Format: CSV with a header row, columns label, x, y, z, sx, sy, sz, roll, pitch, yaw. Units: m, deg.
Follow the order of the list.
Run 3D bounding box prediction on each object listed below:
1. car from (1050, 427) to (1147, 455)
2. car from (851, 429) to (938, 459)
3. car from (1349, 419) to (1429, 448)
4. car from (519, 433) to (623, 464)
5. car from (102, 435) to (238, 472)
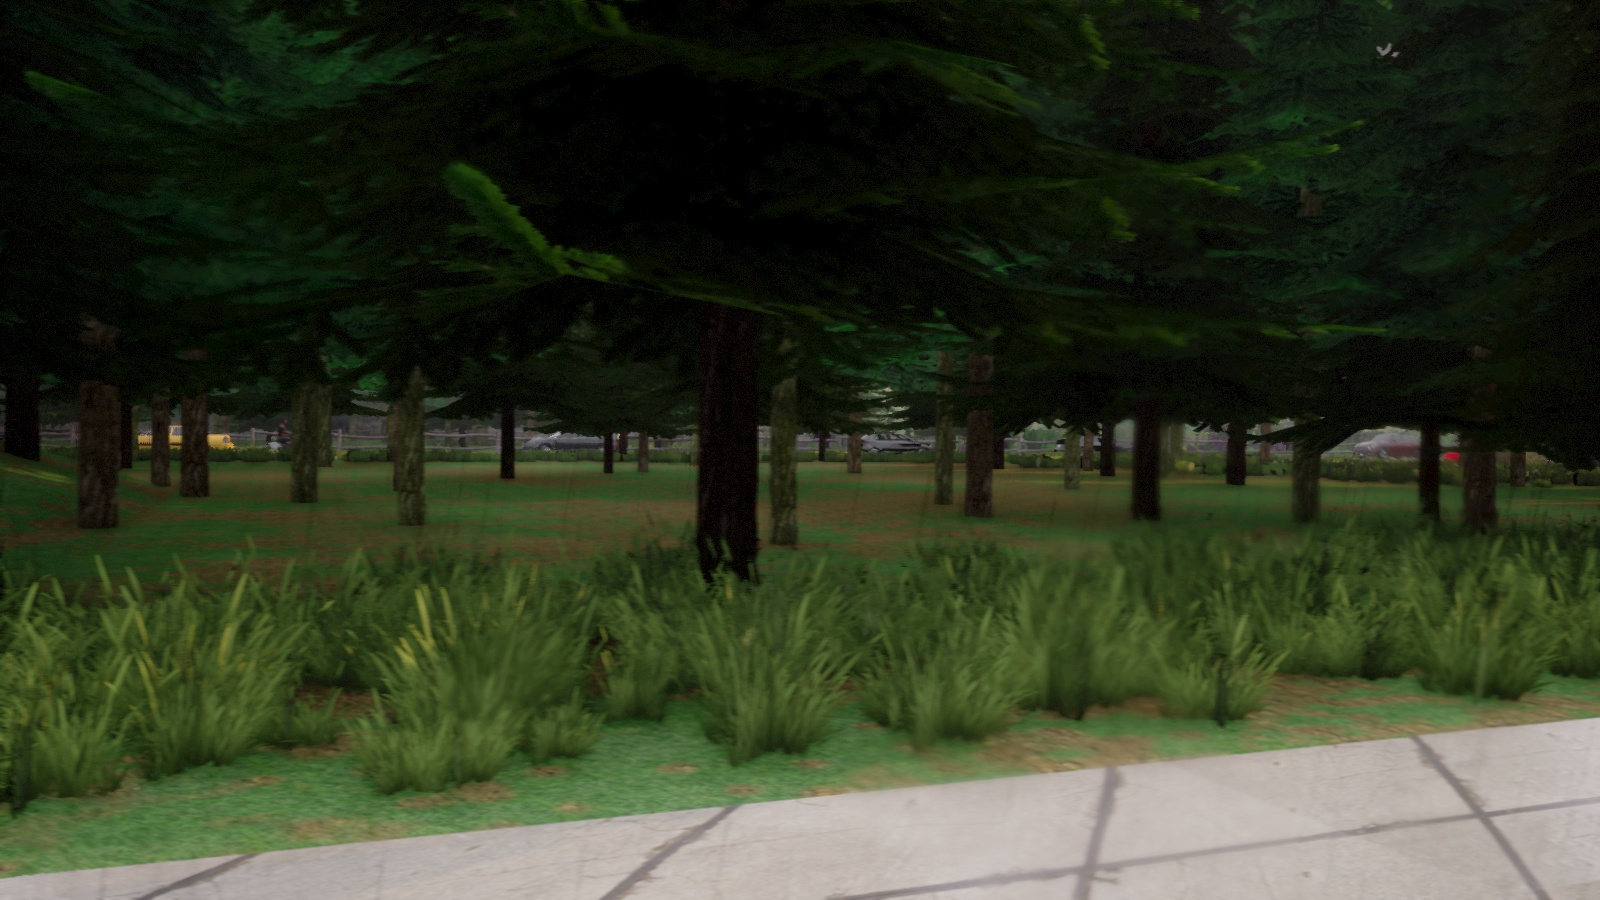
label,x,y,z,sx,sy,sz,roll,pitch,yaw
car,16.554,-0.523,69.775,4.792,1.488,2.163,-1,1,-15
car,4.949,-0.320,65.879,4.193,1.474,1.816,-1,1,-20
car,38.020,-1.080,81.077,4.553,1.767,2.097,-1,1,-19
car,-11.559,-0.102,63.384,4.892,1.490,1.837,-1,1,-21
car,-28.485,0.120,56.979,5.366,1.575,1.801,-1,1,-21
